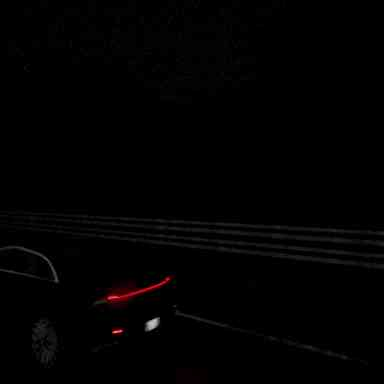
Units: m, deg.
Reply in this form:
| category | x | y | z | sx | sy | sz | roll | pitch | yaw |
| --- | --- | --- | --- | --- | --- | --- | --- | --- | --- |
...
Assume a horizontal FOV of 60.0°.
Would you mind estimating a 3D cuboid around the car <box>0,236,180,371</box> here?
| category | x | y | z | sx | sy | sz | roll | pitch | yaw |
| --- | --- | --- | --- | --- | --- | --- | --- | --- | --- |
| car | -2.484 | 1.528 | 5.765 | 4.902 | 1.511 | 2.128 | 0 | 0 | 36 |
